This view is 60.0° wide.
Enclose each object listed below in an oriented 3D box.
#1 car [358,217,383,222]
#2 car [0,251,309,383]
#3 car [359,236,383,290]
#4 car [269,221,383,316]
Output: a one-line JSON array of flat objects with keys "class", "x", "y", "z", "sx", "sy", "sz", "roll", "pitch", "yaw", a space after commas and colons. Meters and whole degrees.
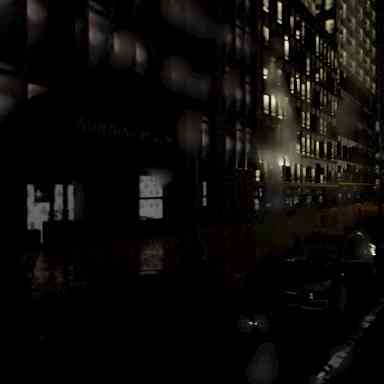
[{"class": "car", "x": 6.579, "y": 1.579, "z": 11.875, "sx": 1.802, "sy": 1.307, "sz": 4.206, "roll": -1, "pitch": 0, "yaw": 40}, {"class": "car", "x": -0.708, "y": 1.544, "z": 3.150, "sx": 1.887, "sy": 1.381, "sz": 4.507, "roll": -1, "pitch": 0, "yaw": 40}, {"class": "car", "x": 4.493, "y": 1.490, "z": 5.328, "sx": 2.128, "sy": 1.511, "sz": 4.902, "roll": 0, "pitch": 0, "yaw": 40}, {"class": "car", "x": 2.935, "y": 1.549, "z": 7.513, "sx": 2.008, "sy": 1.369, "sz": 4.403, "roll": -1, "pitch": 0, "yaw": 40}]
